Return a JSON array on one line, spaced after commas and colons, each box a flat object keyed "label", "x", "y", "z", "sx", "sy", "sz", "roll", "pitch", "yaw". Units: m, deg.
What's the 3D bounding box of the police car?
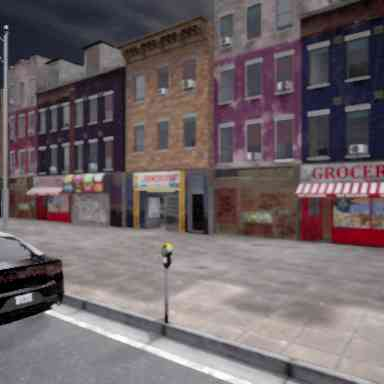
[{"label": "police car", "x": -4.667, "y": 1.433, "z": 6.596, "sx": 5.238, "sy": 1.638, "sz": 1.930, "roll": 0, "pitch": 0, "yaw": 36}]
